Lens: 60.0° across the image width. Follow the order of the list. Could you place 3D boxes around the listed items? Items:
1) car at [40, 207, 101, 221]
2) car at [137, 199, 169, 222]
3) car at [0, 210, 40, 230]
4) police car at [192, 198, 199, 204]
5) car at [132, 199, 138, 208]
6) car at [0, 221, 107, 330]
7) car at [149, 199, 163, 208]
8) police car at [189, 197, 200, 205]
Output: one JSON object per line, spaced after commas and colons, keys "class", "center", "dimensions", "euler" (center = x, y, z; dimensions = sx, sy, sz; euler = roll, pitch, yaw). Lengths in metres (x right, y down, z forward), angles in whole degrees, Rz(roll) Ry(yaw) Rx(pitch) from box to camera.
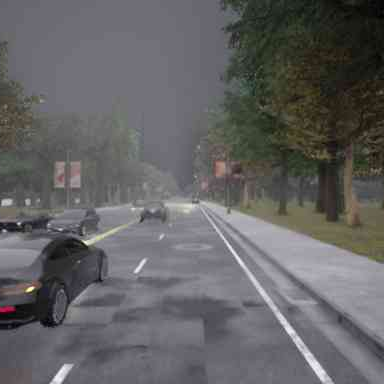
{"class": "car", "center": [-6.597, 1.668, 19.130], "dimensions": [1.837, 1.490, 4.892], "euler": [0, 0, 0]}
{"class": "car", "center": [-3.150, 1.609, 29.001], "dimensions": [2.097, 1.767, 4.553], "euler": [0, -1, 0]}
{"class": "car", "center": [-9.848, 1.770, 19.720], "dimensions": [1.895, 1.301, 4.718], "euler": [0, -1, 0]}
{"class": "police car", "center": [0.910, 2.511, 95.258], "dimensions": [1.930, 1.638, 5.238], "euler": [0, -1, 0]}
{"class": "car", "center": [-9.777, 2.119, 60.934], "dimensions": [1.837, 1.490, 4.892], "euler": [0, -1, 1]}
{"class": "car", "center": [-3.152, 1.584, 6.980], "dimensions": [1.812, 1.442, 4.674], "euler": [0, 0, 0]}
{"class": "car", "center": [-6.531, 2.109, 60.944], "dimensions": [2.128, 1.511, 4.902], "euler": [0, -1, 1]}
{"class": "police car", "center": [0.951, 2.362, 85.247], "dimensions": [1.930, 1.638, 5.238], "euler": [0, -1, 0]}
